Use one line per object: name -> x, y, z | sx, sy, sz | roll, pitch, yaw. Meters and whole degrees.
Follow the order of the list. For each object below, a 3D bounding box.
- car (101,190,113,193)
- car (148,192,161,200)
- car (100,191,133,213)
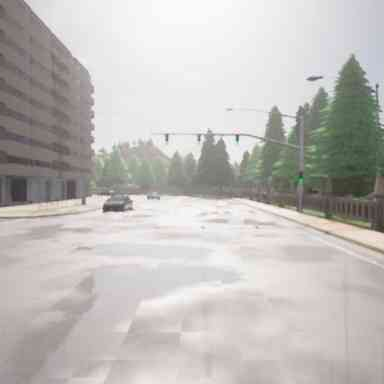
car -> -19.048, 0.331, 76.902 | 5.357, 1.411, 2.033 | 1, 1, 39
car -> -6.407, 0.704, 56.349 | 1.994, 1.385, 4.181 | 0, 1, -9
car -> -6.663, 1.046, 30.275 | 1.882, 1.535, 5.008 | 0, 2, 2
